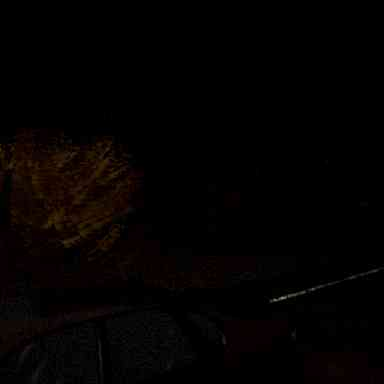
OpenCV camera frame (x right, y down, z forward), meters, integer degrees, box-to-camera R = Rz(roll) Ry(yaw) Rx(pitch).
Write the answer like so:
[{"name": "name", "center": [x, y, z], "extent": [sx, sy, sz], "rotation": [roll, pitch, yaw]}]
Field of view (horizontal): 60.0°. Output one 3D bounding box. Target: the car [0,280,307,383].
[{"name": "car", "center": [-1.190, 1.639, 2.914], "extent": [5.357, 1.411, 2.033], "rotation": [1, -2, -38]}]
